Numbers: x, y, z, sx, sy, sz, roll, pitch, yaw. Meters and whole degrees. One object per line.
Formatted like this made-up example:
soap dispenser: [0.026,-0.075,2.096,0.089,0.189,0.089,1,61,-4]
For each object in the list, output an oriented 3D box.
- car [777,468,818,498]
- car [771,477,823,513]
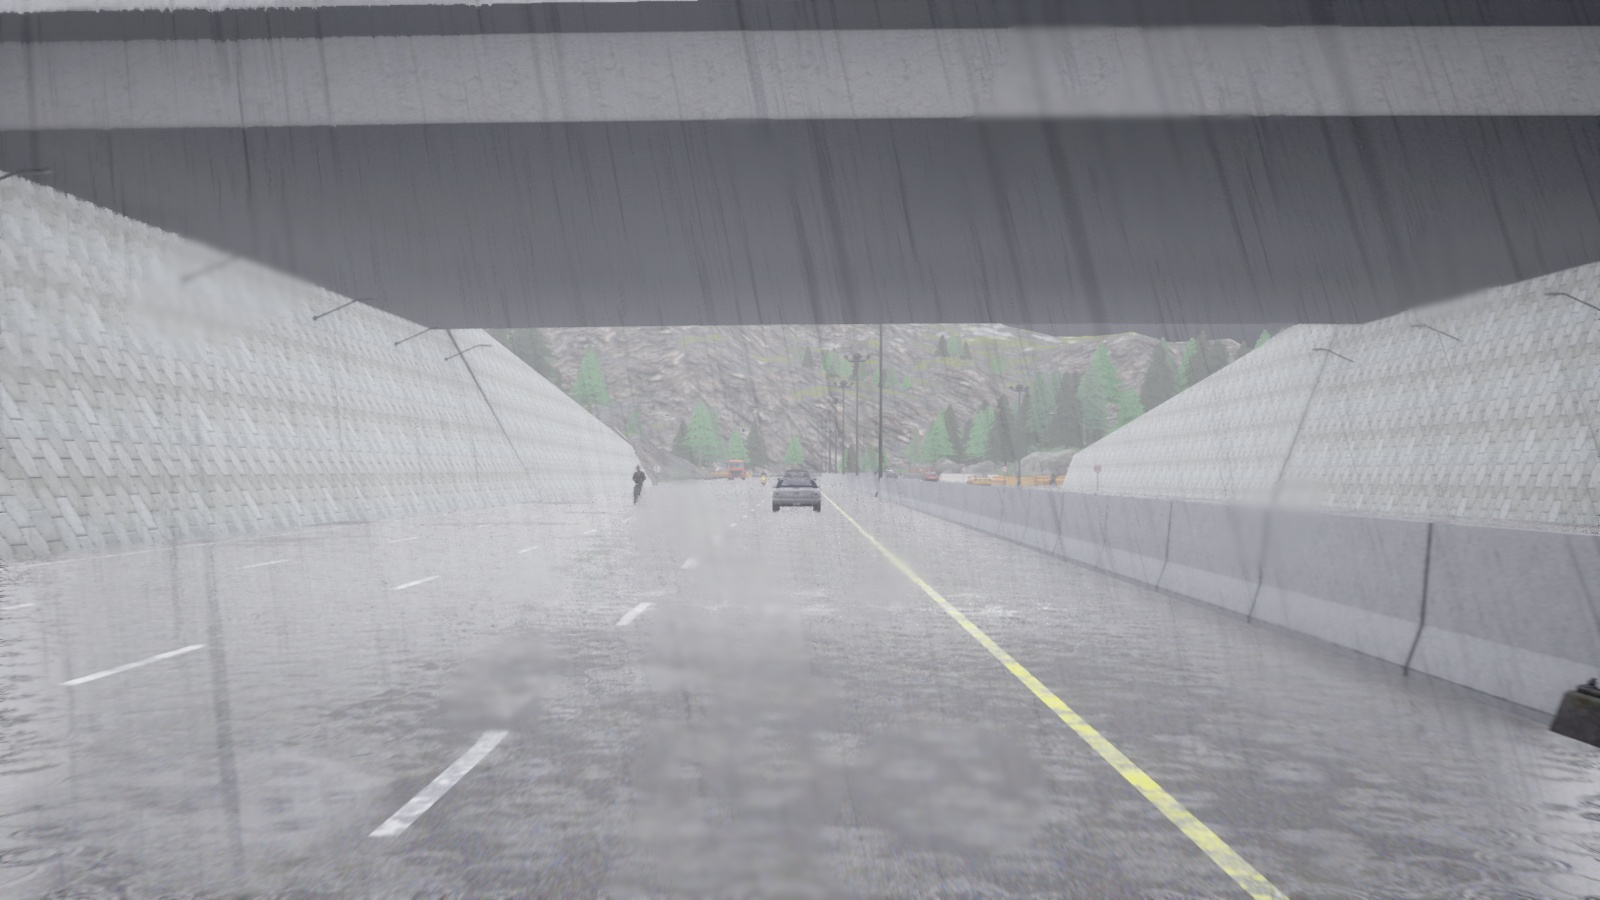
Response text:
car: [-0.145,1.857,71.539,2.242,1.667,4.611,0,-1,0]
car: [-0.114,1.733,48.823,1.895,1.301,4.718,0,-1,0]
